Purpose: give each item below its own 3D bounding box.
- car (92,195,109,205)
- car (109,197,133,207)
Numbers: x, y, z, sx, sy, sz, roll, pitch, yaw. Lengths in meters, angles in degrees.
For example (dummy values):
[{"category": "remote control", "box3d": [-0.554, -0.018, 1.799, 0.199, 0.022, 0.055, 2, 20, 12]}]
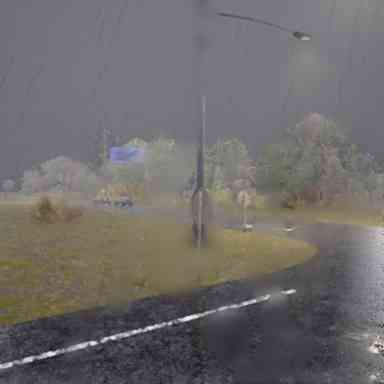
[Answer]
[{"category": "car", "box3d": [-16.558, 1.377, 60.647, 2.097, 1.767, 4.553, 1, 0, -34]}, {"category": "car", "box3d": [-10.889, 1.547, 52.157, 1.837, 1.490, 4.892, 1, 0, -33]}]
